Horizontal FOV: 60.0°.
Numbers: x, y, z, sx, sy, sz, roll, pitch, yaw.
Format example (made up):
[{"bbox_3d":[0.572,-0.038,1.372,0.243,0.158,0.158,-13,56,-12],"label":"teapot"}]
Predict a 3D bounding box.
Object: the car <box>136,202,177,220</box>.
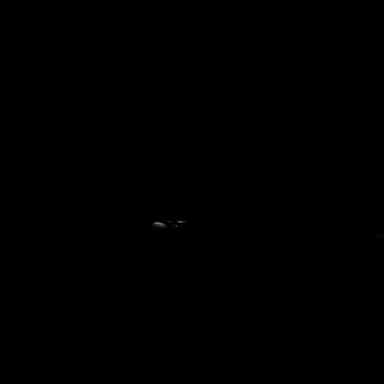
[{"bbox_3d":[-3.142,1.649,28.398,1.837,1.490,4.892,0,0,-35],"label":"car"}]
